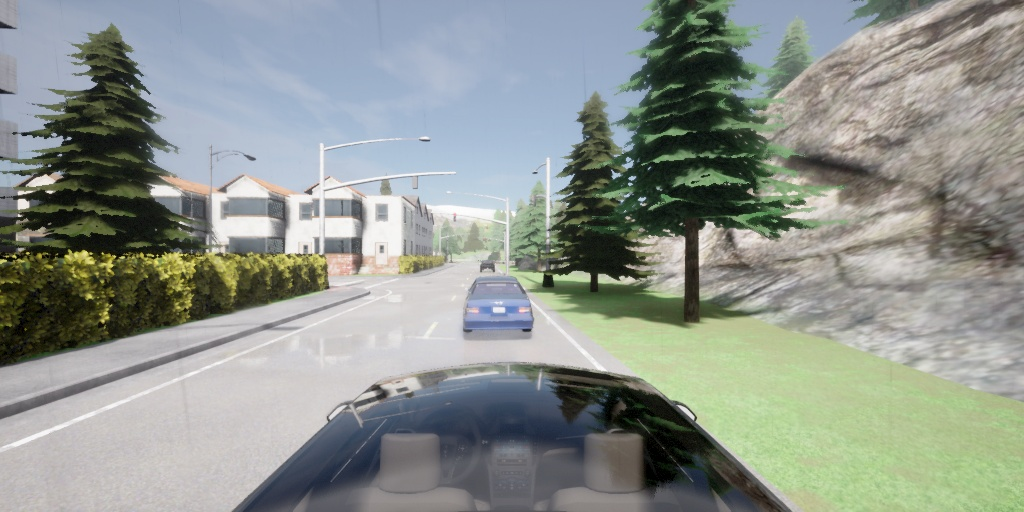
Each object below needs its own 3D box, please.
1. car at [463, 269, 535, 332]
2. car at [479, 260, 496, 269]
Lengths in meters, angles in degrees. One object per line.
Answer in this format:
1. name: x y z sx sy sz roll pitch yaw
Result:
1. car: -0.478 1.297 10.802 2.033 1.411 5.357 0 0 -4
2. car: -3.105 1.255 45.271 1.837 1.490 4.892 0 0 -4
